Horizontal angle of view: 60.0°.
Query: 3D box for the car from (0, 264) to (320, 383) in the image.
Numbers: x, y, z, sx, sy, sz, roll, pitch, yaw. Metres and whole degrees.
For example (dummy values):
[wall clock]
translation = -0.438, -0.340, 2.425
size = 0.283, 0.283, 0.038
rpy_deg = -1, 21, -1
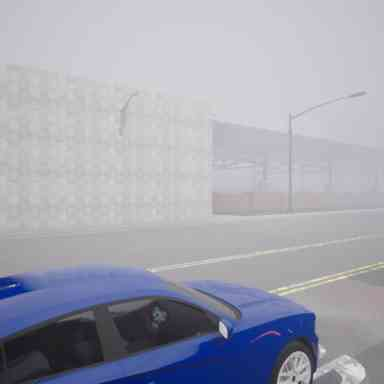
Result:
[car]
translation = -0.805, 1.478, 3.174
size = 5.008, 1.535, 1.882
rpy_deg = 0, 0, -36
